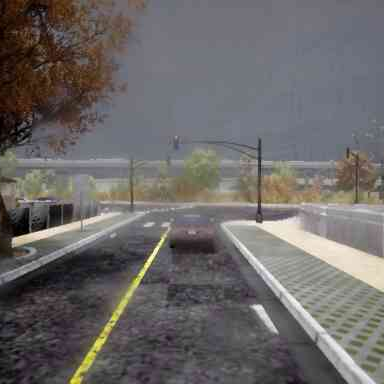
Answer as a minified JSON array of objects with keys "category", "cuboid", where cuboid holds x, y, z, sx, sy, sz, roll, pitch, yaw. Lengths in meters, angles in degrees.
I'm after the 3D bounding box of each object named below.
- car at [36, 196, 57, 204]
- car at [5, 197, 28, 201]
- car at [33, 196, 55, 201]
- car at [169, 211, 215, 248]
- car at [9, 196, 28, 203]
[{"category":"car","cuboid":[-29.849,1.612,68.055,4.674,1.442,1.812,-1,2,36]},{"category":"car","cuboid":[-32.327,1.808,61.826,4.892,1.490,1.837,-1,2,36]},{"category":"car","cuboid":[-28.475,1.707,63.050,4.674,1.442,1.812,0,2,36]},{"category":"car","cuboid":[0.002,1.543,14.789,2.033,1.411,5.357,0,0,0]},{"category":"car","cuboid":[-38.985,1.680,74.694,4.718,1.301,1.895,-1,2,36]}]
